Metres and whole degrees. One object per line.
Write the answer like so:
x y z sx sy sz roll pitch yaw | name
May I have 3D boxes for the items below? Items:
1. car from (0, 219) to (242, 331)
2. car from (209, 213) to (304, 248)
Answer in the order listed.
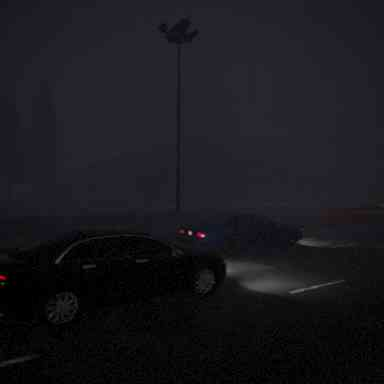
-1.456 1.493 6.885 4.892 1.490 1.837 0 0 -35 | car
2.074 1.556 13.395 5.357 1.411 2.033 0 0 -32 | car
